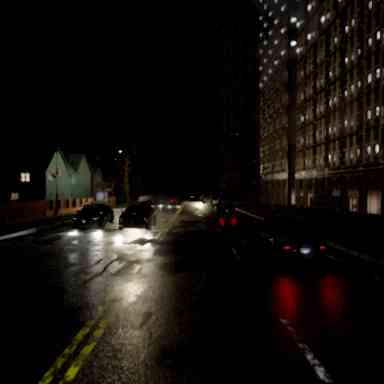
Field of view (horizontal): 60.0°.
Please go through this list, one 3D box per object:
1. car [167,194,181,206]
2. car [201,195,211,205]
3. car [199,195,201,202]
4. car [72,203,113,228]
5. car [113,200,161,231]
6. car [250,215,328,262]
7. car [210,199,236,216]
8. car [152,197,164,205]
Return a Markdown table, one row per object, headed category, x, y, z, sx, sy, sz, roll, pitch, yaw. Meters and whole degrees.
| category | x | y | z | sx | sy | sz | roll | pitch | yaw |
| --- | --- | --- | --- | --- | --- | --- | --- | --- | --- |
| car | -3.311 | 1.450 | 62.126 | 2.150 | 2.045 | 5.566 | 0 | 0 | 1 |
| car | 3.215 | 1.775 | 67.054 | 1.812 | 1.442 | 4.674 | 0 | 0 | 0 |
| car | 3.209 | 1.850 | 78.058 | 2.033 | 1.411 | 5.357 | 0 | 0 | 0 |
| car | -6.610 | 1.570 | 22.735 | 1.837 | 1.490 | 4.892 | 0 | 0 | 0 |
| car | -3.360 | 1.538 | 21.165 | 1.882 | 1.535 | 5.008 | 0 | 0 | 0 |
| car | 3.344 | 1.560 | 12.107 | 1.812 | 1.442 | 4.674 | 0 | 0 | 0 |
| car | 3.332 | 1.596 | 34.093 | 2.128 | 1.511 | 4.902 | 0 | 0 | 0 |
| car | -6.551 | 1.751 | 63.862 | 1.837 | 1.490 | 4.892 | 0 | 0 | 0 |
